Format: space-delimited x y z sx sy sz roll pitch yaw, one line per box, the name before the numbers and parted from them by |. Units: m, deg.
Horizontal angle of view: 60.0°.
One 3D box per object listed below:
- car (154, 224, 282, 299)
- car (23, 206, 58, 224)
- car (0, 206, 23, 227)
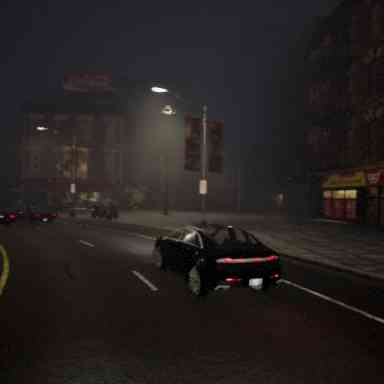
car | 0.374 1.610 8.948 2.128 1.511 4.902 1 -1 -22
car | -12.431 1.712 25.633 4.718 1.301 1.895 0 -1 38
car | -13.889 1.595 22.475 5.357 1.411 2.033 0 -1 39
